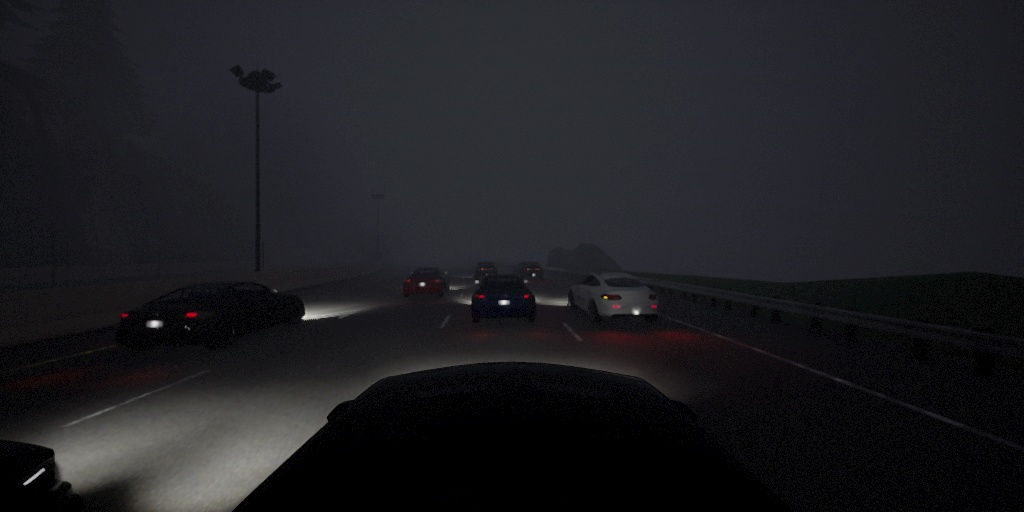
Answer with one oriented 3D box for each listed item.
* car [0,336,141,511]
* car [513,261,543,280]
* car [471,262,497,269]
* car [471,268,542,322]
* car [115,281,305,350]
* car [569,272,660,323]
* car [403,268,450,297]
[{"bbox_3d":[-3.468,1.289,0.110,1.812,1.442,4.674,0,0,1],"label":"car"},{"bbox_3d":[1.313,1.193,29.839,1.837,1.490,4.892,0,0,-9],"label":"car"},{"bbox_3d":[-2.273,1.203,30.165,1.837,1.490,4.892,0,0,-9],"label":"car"},{"bbox_3d":[-0.341,1.293,12.247,1.994,1.385,4.181,0,0,-3],"label":"car"},{"bbox_3d":[-7.184,1.319,9.128,1.994,1.385,4.181,0,0,-2],"label":"car"},{"bbox_3d":[3.191,1.246,11.862,1.812,1.442,4.674,0,0,-3],"label":"car"},{"bbox_3d":[-4.368,1.291,18.741,1.994,1.385,4.181,0,0,-5],"label":"car"}]
